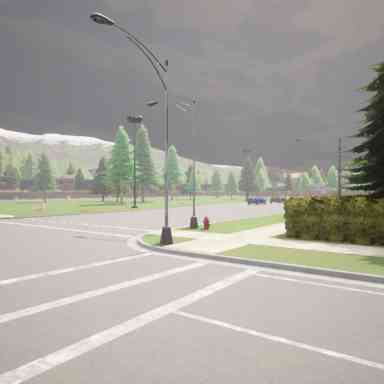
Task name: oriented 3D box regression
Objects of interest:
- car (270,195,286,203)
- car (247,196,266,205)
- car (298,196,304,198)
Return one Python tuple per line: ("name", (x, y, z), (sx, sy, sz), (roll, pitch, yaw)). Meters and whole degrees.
("car", (17.536, 1.353, 67.396), (2.097, 1.767, 4.553), (0, 0, 36))
("car", (11.588, 1.478, 59.169), (1.882, 1.535, 5.008), (0, 0, 36))
("car", (18.756, 1.478, 57.136), (1.882, 1.535, 5.008), (0, 0, 36))
